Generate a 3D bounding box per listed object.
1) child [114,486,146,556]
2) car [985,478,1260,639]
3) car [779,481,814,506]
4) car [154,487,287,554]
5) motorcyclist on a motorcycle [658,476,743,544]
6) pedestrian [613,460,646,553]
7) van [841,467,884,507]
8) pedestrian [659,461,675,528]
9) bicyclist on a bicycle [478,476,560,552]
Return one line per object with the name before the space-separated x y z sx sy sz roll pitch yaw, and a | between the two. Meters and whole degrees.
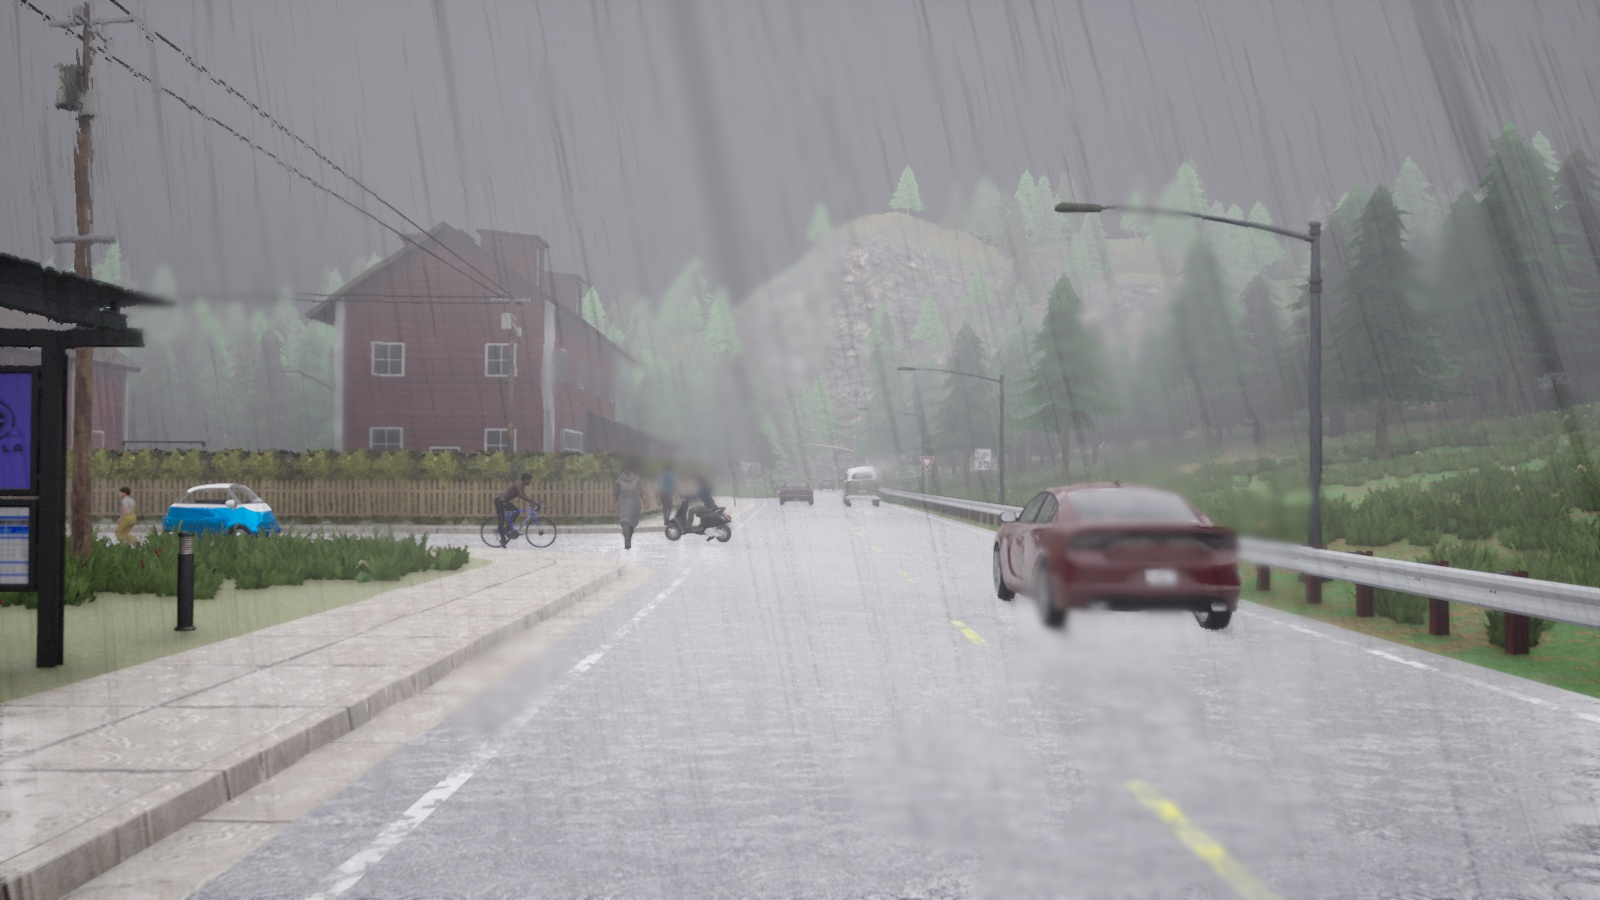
child | -12.284 1.297 23.030 0.437 1.263 0.270 0 -1 -4
car | 3.464 1.096 14.578 1.882 1.535 5.008 0 -1 0
car | -0.172 2.415 70.126 1.895 1.301 4.718 0 -1 0
car | -12.528 1.507 27.225 2.207 1.376 1.481 -1 -1 0
motorcyclist on a motorcycle | -2.377 1.424 30.022 1.817 1.590 0.866 -1 -1 21
pedestrian | -3.628 1.192 26.705 0.659 1.952 0.873 0 -1 -10
van | 3.332 1.968 67.513 2.069 2.038 4.480 0 -1 0
pedestrian | -3.847 1.291 36.385 0.396 1.930 0.692 0 -1 -2
bicyclist on a bicycle | -6.089 1.380 27.283 1.656 1.620 0.582 0 -1 -3
